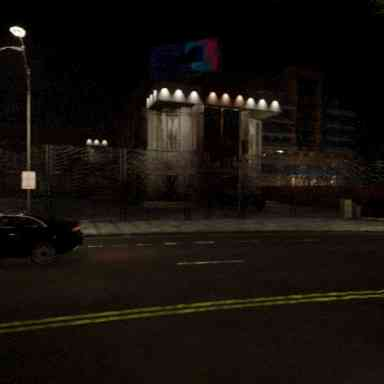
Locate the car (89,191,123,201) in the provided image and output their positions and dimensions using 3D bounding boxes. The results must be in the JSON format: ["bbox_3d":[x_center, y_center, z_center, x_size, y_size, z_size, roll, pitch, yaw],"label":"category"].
[{"bbox_3d":[-12.858,0.560,49.724,4.786,1.482,2.161,0,1,-20],"label":"car"}]

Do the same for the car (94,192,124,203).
[{"bbox_3d":[-11.200,0.698,44.944,3.806,1.475,1.970,0,1,-20],"label":"car"}]

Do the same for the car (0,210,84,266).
[{"bbox_3d":[-5.726,1.290,9.690,4.902,1.511,2.128,0,1,-17],"label":"car"}]

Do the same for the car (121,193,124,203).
[{"bbox_3d":[-9.501,0.748,40.300,4.674,1.452,2.002,0,1,-20],"label":"car"}]
